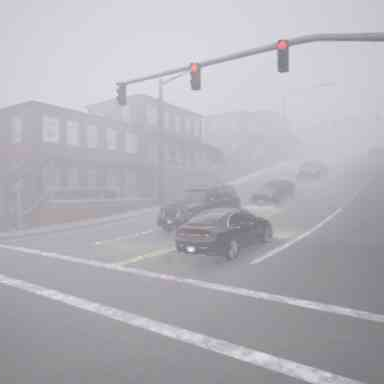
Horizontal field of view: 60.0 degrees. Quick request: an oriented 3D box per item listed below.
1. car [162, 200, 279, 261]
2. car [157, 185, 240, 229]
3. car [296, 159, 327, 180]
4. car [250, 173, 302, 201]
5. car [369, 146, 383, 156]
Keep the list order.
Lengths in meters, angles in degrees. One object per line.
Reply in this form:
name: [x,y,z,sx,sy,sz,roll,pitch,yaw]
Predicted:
car: [1.303,1.336,12.008,1.837,1.490,4.892,-1,2,34]
car: [0.545,0.769,17.385,2.150,2.045,5.566,0,5,35]
car: [12.073,-2.365,33.647,2.097,1.767,4.553,0,12,35]
car: [6.373,-0.183,25.614,2.033,1.411,5.357,0,9,35]
car: [26.963,-5.947,48.293,1.994,1.385,4.181,0,4,35]
